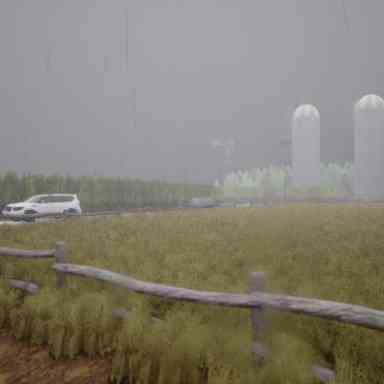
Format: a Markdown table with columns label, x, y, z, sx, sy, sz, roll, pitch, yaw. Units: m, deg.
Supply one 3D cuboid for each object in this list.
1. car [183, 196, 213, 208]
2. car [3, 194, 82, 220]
| label | x | y | z | sx | sy | sz | roll | pitch | yaw |
| --- | --- | --- | --- | --- | --- | --- | --- | --- | --- |
| car | 0.902 | 1.430 | 41.609 | 2.097 | 1.767 | 4.553 | 0 | 0 | 36 |
| car | -11.045 | 1.164 | 25.017 | 2.150 | 2.045 | 5.566 | 0 | -1 | 36 |
